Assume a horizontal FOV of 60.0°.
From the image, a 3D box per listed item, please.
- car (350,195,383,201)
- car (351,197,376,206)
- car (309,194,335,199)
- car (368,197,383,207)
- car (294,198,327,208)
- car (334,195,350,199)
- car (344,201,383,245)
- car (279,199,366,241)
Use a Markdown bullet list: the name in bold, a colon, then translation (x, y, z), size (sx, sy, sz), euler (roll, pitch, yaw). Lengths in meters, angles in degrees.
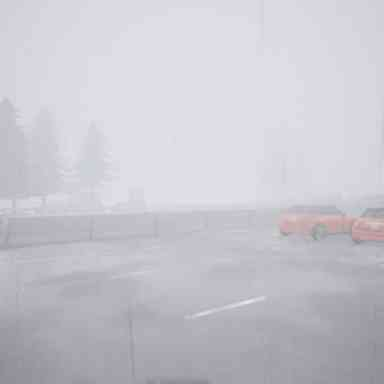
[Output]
- **car**: translation (22.690, 1.376, 41.787), size (5.566, 2.045, 2.150), euler (0, 0, -36)
- **car**: translation (31.428, 1.741, 60.861), size (4.902, 1.511, 2.128), euler (0, 0, -36)
- **car**: translation (19.790, 1.381, 48.311), size (5.566, 2.045, 2.150), euler (0, 0, -35)
- **car**: translation (32.807, 1.718, 57.556), size (4.902, 1.511, 2.128), euler (0, 0, -35)
- **car**: translation (18.425, 1.710, 51.632), size (5.357, 1.411, 2.033), euler (0, 0, -35)
- **car**: translation (22.139, 1.512, 45.687), size (4.553, 1.767, 2.097), euler (0, 0, -35)
- **car**: translation (9.001, 1.409, 14.504), size (4.553, 1.767, 2.097), euler (0, 0, -36)
- **car**: translation (6.618, 1.406, 17.103), size (4.553, 1.767, 2.097), euler (0, 0, -36)
